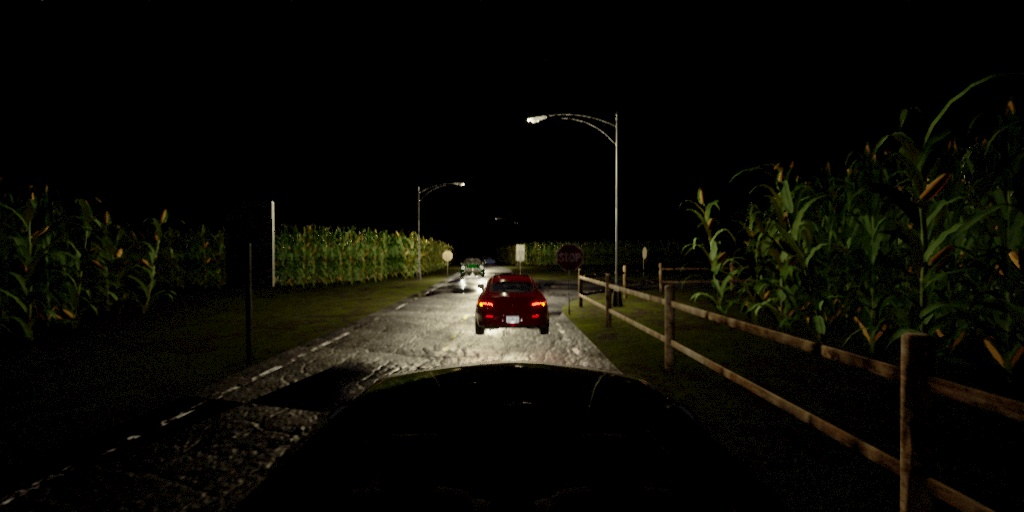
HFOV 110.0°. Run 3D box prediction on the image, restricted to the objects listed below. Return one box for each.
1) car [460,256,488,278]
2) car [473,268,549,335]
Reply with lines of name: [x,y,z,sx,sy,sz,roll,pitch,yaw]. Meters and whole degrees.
car: [-3.595,0.975,32.331,2.097,1.767,4.553,0,0,-7]
car: [-0.026,1.237,10.265,1.812,1.442,4.674,0,0,-1]
